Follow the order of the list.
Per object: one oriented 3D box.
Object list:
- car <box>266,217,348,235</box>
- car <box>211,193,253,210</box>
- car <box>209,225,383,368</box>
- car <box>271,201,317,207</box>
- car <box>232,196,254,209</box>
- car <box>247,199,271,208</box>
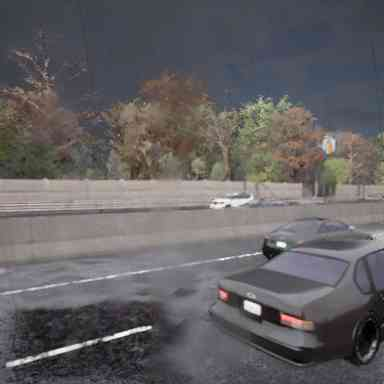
[{"bbox_3d":[4.304,1.537,11.111,4.181,1.385,1.994,0,0,-36],"label":"car"},{"bbox_3d":[4.698,1.155,37.429,5.566,2.045,2.150,0,0,-35],"label":"car"},{"bbox_3d":[2.824,1.532,5.762,5.357,1.411,2.033,0,0,-35],"label":"car"},{"bbox_3d":[9.106,1.539,27.680,4.718,1.301,1.895,0,0,-35],"label":"car"},{"bbox_3d":[6.789,1.459,34.623,4.674,1.442,1.812,0,0,-35],"label":"car"},{"bbox_3d":[7.690,1.537,30.967,4.718,1.301,1.895,0,0,-35],"label":"car"}]
